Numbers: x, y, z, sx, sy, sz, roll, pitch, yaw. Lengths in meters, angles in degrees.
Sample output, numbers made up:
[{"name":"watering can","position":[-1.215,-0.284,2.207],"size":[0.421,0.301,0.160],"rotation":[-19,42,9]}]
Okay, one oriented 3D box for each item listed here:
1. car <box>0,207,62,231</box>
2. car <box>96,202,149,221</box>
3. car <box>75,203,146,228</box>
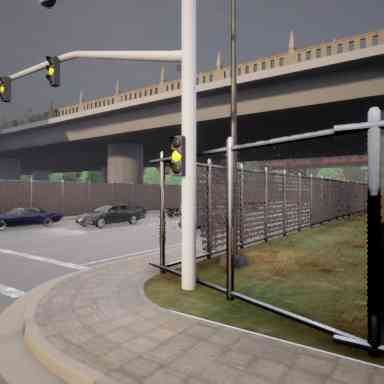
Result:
[{"name":"car","position":[-10.991,1.656,21.344],"size":[1.895,1.301,4.718],"rotation":[0,0,37]},{"name":"car","position":[-5.867,1.619,28.517],"size":[1.994,1.385,4.181],"rotation":[0,0,36]},{"name":"car","position":[-5.630,1.560,22.794],"size":[1.837,1.490,4.892],"rotation":[0,0,35]}]
